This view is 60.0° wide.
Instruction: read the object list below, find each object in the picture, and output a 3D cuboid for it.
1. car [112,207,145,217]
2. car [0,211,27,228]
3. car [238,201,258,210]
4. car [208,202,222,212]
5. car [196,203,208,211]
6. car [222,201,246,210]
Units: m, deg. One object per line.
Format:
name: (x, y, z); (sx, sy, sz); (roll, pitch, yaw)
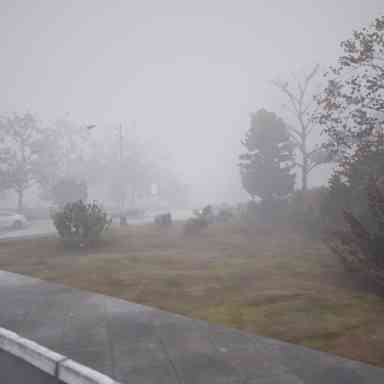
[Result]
car: (-7.817, 2.466, 40.018); (1.895, 1.301, 4.718); (-3, -2, 32)
car: (-16.040, 2.350, 27.234); (1.812, 1.442, 4.674); (-3, -1, 34)
car: (10.448, 2.423, 62.092); (1.837, 1.490, 4.892); (-3, -2, 33)
car: (5.022, 2.332, 53.558); (1.837, 1.490, 4.892); (-3, -2, 32)
car: (2.378, 2.593, 56.113); (1.994, 1.385, 4.181); (-3, -2, 32)
car: (7.122, 2.207, 50.318); (2.033, 1.411, 5.357); (-3, -2, 32)
